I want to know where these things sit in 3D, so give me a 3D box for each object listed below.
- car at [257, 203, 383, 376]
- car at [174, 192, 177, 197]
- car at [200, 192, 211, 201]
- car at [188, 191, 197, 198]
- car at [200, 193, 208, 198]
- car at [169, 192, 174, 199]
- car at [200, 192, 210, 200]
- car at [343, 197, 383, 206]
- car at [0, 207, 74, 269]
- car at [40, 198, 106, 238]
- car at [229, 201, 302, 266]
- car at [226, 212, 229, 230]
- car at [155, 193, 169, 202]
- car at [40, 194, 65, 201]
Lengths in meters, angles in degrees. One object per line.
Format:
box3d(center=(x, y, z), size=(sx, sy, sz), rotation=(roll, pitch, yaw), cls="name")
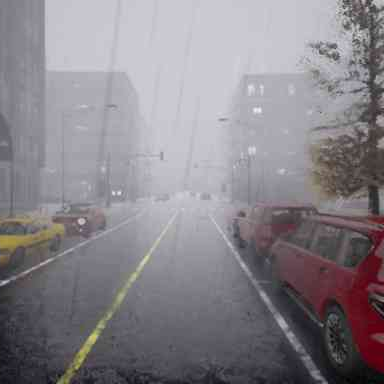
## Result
box3d(center=(2.710, 1.266, 5.423), size=(2.192, 1.841, 5.009), rotation=(1, 1, 0), cls="car")
box3d(center=(-5.529, 0.706, 93.053), size=(1.752, 1.417, 4.829), rotation=(1, 0, 0), cls="car")
box3d(center=(2.807, 0.964, 65.578), size=(1.887, 1.381, 4.507), rotation=(1, 0, 0), cls="car")
box3d(center=(0.149, 0.706, 89.343), size=(1.837, 1.490, 4.892), rotation=(0, 0, 0), cls="car")
box3d(center=(2.833, 0.857, 82.149), size=(1.802, 1.307, 4.206), rotation=(1, 0, 0), cls="car")
box3d(center=(-5.565, 0.915, 71.129), size=(1.887, 1.381, 4.507), rotation=(1, 1, 0), cls="car")
box3d(center=(2.817, 0.811, 71.101), size=(1.967, 1.590, 4.097), rotation=(1, 0, 0), cls="car")
box3d(center=(20.916, 1.382, 41.241), size=(4.097, 1.590, 1.967), rotation=(1, -1, 0), cls="car")
box3d(center=(-5.663, 1.427, 10.829), size=(1.752, 1.417, 4.829), rotation=(1, 1, 0), cls="car")
box3d(center=(-5.653, 1.291, 16.558), size=(1.967, 1.590, 4.097), rotation=(1, 1, 0), cls="car")
box3d(center=(2.719, 1.216, 10.982), size=(2.192, 1.841, 5.009), rotation=(1, 1, 0), cls="car")
box3d(center=(2.726, 1.396, 16.544), size=(1.887, 1.381, 4.507), rotation=(1, 1, 0), cls="car")
box3d(center=(-5.583, 0.994, 59.913), size=(1.752, 1.417, 4.829), rotation=(1, 1, 0), cls="car")
box3d(center=(-17.184, 0.893, 40.975), size=(4.507, 1.381, 1.887), rotation=(1, -1, 0), cls="car")
